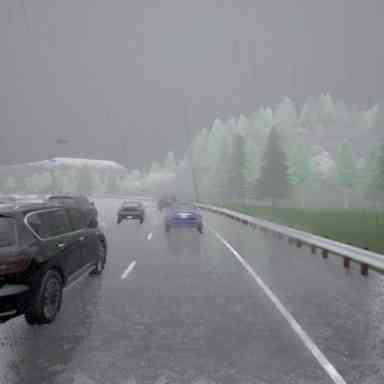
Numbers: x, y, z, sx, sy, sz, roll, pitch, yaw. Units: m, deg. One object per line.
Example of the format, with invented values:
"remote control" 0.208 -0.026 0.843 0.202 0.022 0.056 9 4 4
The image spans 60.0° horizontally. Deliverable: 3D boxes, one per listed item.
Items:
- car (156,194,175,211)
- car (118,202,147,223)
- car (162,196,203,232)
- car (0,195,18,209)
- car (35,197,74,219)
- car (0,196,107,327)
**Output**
"car" -3.070 1.224 40.578 2.150 2.045 5.566 0 0 -10
"car" -4.564 1.506 25.498 1.837 1.490 4.892 0 0 -6
"car" -0.589 1.353 20.170 2.097 1.767 4.553 0 0 -4
"car" -25.578 1.354 45.455 2.097 1.767 4.553 0 0 -12
"car" -12.079 1.353 29.610 2.097 1.767 4.553 0 0 -7
"car" -3.466 1.222 7.192 2.150 2.045 5.566 0 0 -1
